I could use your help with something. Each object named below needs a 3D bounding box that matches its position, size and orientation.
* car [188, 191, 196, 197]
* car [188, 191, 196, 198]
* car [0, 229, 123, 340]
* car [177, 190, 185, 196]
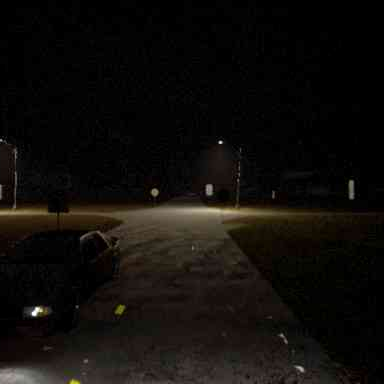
[{"bbox_3d":[0.026,0.494,88.828,2.033,1.411,5.357,0,1,0],"label":"car"},{"bbox_3d":[0.022,0.729,78.392,2.128,1.511,4.902,0,1,0],"label":"car"},{"bbox_3d":[-2.839,1.554,7.147,2.033,1.411,5.357,0,0,0],"label":"car"},{"bbox_3d":[-2.726,0.293,82.999,2.033,1.411,5.357,0,1,0],"label":"car"}]
